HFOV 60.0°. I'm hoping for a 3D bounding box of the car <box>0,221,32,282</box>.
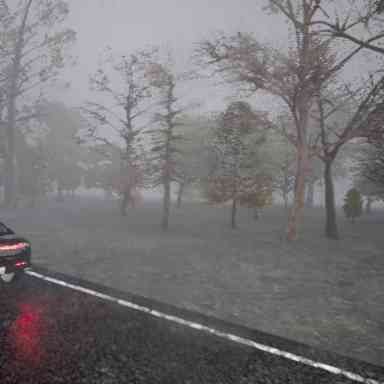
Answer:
[{"bbox_3d":[-5.676,1.233,7.738,4.902,1.511,2.128,2,0,35],"label":"car"}]
